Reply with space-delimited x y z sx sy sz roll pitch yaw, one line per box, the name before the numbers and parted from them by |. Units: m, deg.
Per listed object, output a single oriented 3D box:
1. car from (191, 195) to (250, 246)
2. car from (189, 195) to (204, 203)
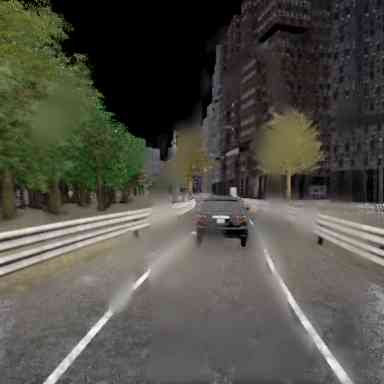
car | 1.504 1.231 15.658 2.150 2.045 5.566 0 0 8
car | 0.943 1.459 69.996 2.128 1.511 4.902 0 0 -11
